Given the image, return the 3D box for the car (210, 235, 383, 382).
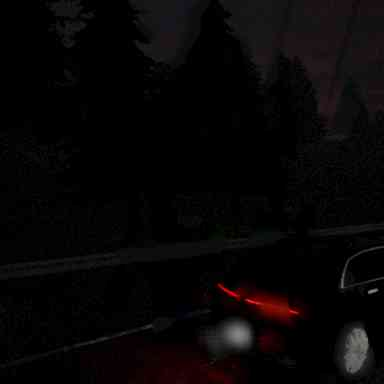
[{"bbox_3d":[2.558,1.467,5.420,4.892,1.490,1.837,0,0,-34],"label":"car"}]
